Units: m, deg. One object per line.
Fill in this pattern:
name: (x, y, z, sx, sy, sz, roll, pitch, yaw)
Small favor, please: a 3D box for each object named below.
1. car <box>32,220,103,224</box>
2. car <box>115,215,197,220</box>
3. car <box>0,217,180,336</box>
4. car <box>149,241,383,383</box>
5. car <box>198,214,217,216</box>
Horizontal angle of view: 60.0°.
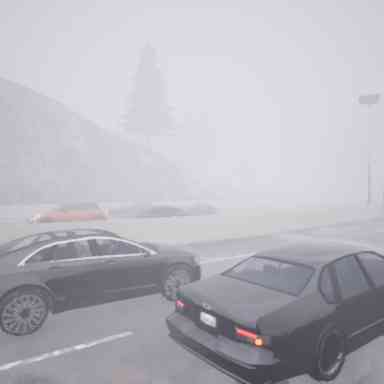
car: (-7.609, 1.399, 20.273, 4.553, 1.767, 2.097, 0, 0, -38)
car: (-2.276, 1.548, 19.996, 4.892, 1.490, 1.837, 0, 0, -39)
car: (-2.006, 1.507, 6.735, 4.902, 1.511, 2.128, 0, 0, -36)
car: (2.187, 1.558, 5.466, 5.357, 1.411, 2.033, 0, 0, -37)
car: (0.500, 1.628, 31.433, 4.181, 1.385, 1.994, 0, 0, -41)
